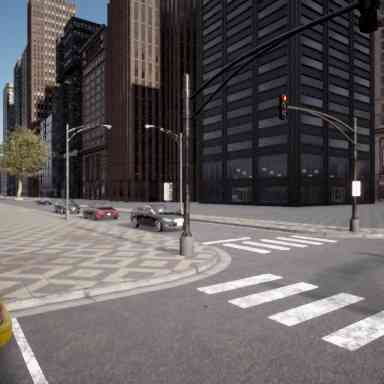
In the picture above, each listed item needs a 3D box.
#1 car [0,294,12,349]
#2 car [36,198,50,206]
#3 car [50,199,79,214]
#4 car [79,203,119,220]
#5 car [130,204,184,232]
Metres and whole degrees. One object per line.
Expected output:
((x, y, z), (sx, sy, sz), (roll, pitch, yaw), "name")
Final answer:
((-4.600, 1.525, 3.368), (4.829, 1.417, 1.752), (0, 0, -36), "car")
((-27.036, 1.766, 60.597), (1.895, 1.301, 4.718), (0, 0, -36), "car")
((-13.893, 1.597, 36.911), (1.837, 1.490, 4.892), (0, 0, -36), "car")
((-7.868, 1.630, 28.539), (1.994, 1.385, 4.181), (0, 0, -35), "car")
((-2.113, 1.534, 20.542), (2.128, 1.511, 4.902), (0, 0, -36), "car")
